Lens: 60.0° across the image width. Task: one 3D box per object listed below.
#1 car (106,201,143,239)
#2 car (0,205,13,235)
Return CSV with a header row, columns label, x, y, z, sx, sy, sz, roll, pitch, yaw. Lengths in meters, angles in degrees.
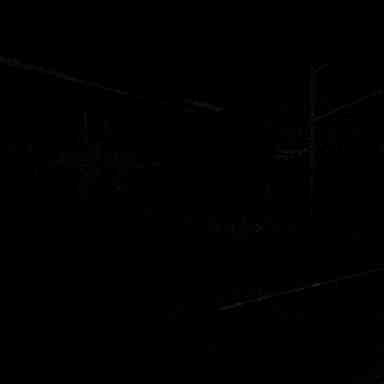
label,x,y,z,sx,sy,sz,roll,pitch,yaw
car,-4.324,1.448,18.358,1.905,1.878,3.866,1,0,-36
car,-11.453,1.523,18.621,2.242,1.667,4.611,1,0,-36
